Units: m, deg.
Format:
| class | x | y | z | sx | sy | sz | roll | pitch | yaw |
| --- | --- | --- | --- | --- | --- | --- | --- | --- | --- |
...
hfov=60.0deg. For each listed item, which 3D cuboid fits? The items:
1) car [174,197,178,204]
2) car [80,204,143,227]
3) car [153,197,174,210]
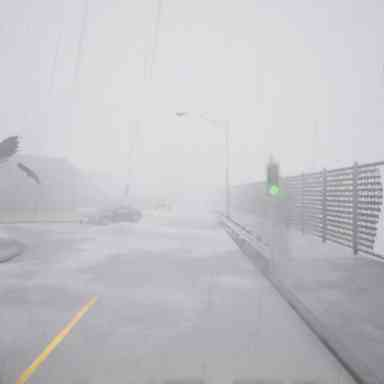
| class | x | y | z | sx | sy | sz | roll | pitch | yaw |
| --- | --- | --- | --- | --- | --- | --- | --- | --- | --- |
| car | -4.034 | 1.778 | 70.540 | 1.837 | 1.490 | 4.892 | 0 | 0 | 0 |
| car | -5.601 | 1.631 | 23.667 | 2.128 | 1.511 | 4.902 | 1 | 1 | 34 |
| car | -4.021 | 1.492 | 45.028 | 2.097 | 1.767 | 4.553 | 0 | -1 | 0 |
